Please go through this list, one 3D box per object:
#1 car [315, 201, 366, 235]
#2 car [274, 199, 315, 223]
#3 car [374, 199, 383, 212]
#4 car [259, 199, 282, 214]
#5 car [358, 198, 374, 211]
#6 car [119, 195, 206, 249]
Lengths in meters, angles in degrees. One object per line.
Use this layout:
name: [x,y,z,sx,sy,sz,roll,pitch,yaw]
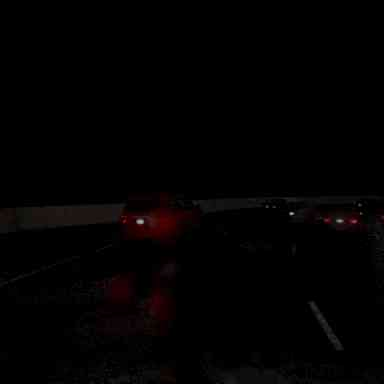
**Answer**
car: [8.267,1.436,18.313,2.033,1.411,5.357,0,0,27]
car: [7.722,1.412,24.002,1.994,1.385,4.181,0,1,31]
car: [20.806,1.303,33.413,4.902,1.511,2.128,0,0,-38]
car: [8.245,1.345,31.321,2.033,1.411,5.357,0,0,40]
car: [19.480,1.350,36.631,4.181,1.385,1.994,0,1,-37]
car: [-1.014,1.118,14.245,2.150,2.045,5.566,0,0,17]
